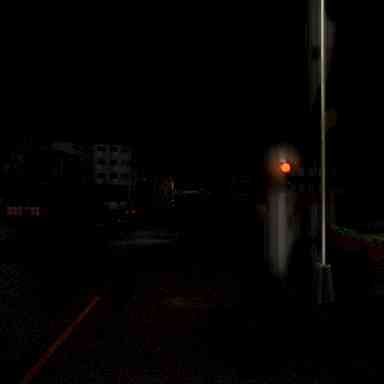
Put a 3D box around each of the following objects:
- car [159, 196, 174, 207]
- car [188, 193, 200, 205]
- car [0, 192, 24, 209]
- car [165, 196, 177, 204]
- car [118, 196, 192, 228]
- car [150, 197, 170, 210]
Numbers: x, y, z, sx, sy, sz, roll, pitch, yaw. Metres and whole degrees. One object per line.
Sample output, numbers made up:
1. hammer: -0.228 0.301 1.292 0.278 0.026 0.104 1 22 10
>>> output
1. car: -4.019 1.489 52.987 2.128 1.511 4.902 0 0 0
2. car: 0.183 1.222 58.999 2.150 2.045 5.566 0 0 0
3. car: -19.709 0.984 34.940 1.905 1.878 3.866 0 0 35
4. car: -3.966 1.475 63.162 1.882 1.535 5.008 0 0 0
5. car: -2.569 1.351 22.394 4.553 1.767 2.097 0 0 -41
6. car: -4.040 1.490 43.023 2.128 1.511 4.902 0 0 0
